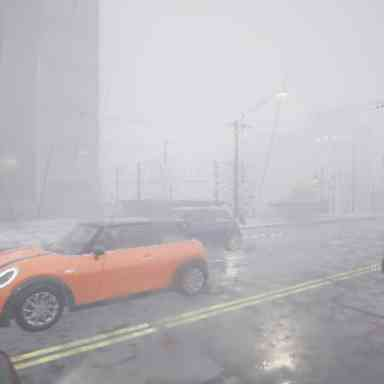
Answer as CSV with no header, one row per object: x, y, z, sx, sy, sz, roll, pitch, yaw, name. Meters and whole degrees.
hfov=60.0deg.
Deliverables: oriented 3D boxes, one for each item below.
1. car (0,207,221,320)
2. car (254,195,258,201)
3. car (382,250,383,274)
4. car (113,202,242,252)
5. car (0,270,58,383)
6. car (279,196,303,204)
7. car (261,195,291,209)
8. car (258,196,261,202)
-1.872,1.354,6.957,4.553,1.767,2.097,0,0,-36,car
12.827,1.453,70.790,4.786,1.482,2.161,0,0,-36,car
7.039,1.364,8.785,4.553,1.767,2.097,0,0,-35,car
-0.323,1.359,12.363,4.553,1.767,2.097,0,0,-36,car
-3.026,1.561,1.589,4.181,1.385,1.994,0,0,-35,car
18.641,1.474,62.646,4.674,1.452,2.002,0,0,-36,car
11.737,1.291,43.584,4.553,1.767,2.185,0,0,-36,car
15.734,1.507,66.647,3.806,1.475,1.970,0,0,-36,car
